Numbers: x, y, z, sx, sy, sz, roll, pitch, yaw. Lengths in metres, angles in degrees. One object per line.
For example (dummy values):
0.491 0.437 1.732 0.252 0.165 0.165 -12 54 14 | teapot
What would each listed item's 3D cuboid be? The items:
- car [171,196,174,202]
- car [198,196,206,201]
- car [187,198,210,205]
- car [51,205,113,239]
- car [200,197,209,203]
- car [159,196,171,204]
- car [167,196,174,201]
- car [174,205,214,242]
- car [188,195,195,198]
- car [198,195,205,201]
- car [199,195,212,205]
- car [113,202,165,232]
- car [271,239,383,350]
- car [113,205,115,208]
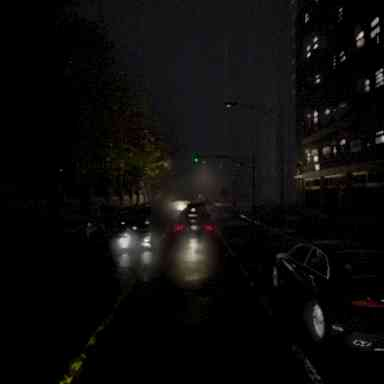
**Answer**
-5.695 1.572 77.636 1.967 1.590 4.097 0 0 0 | car
2.684 1.706 88.902 1.887 1.381 4.507 0 0 0 | car
0.458 1.605 32.112 1.994 1.385 4.181 0 0 5 | car
-5.767 1.571 17.279 2.008 1.369 4.403 0 0 0 | car
2.685 1.685 72.004 1.947 1.339 4.313 0 0 0 | car
-5.695 1.688 66.370 1.802 1.307 4.206 0 0 0 | car
-5.696 1.686 88.731 1.752 1.417 4.829 0 0 0 | car
0.098 1.566 16.429 2.033 1.411 5.357 0 0 0 | car
-0.008 1.626 87.608 1.882 1.535 5.008 0 0 0 | car
2.684 1.617 94.533 1.967 1.590 4.097 0 0 0 | car
2.686 1.660 60.738 1.947 1.339 4.313 0 0 0 | car
-3.080 1.572 20.600 2.033 1.411 5.357 0 0 0 | car
2.691 1.558 6.206 2.008 1.369 4.403 0 0 0 | car
-5.820 1.573 22.819 1.887 1.381 4.507 0 0 0 | car
